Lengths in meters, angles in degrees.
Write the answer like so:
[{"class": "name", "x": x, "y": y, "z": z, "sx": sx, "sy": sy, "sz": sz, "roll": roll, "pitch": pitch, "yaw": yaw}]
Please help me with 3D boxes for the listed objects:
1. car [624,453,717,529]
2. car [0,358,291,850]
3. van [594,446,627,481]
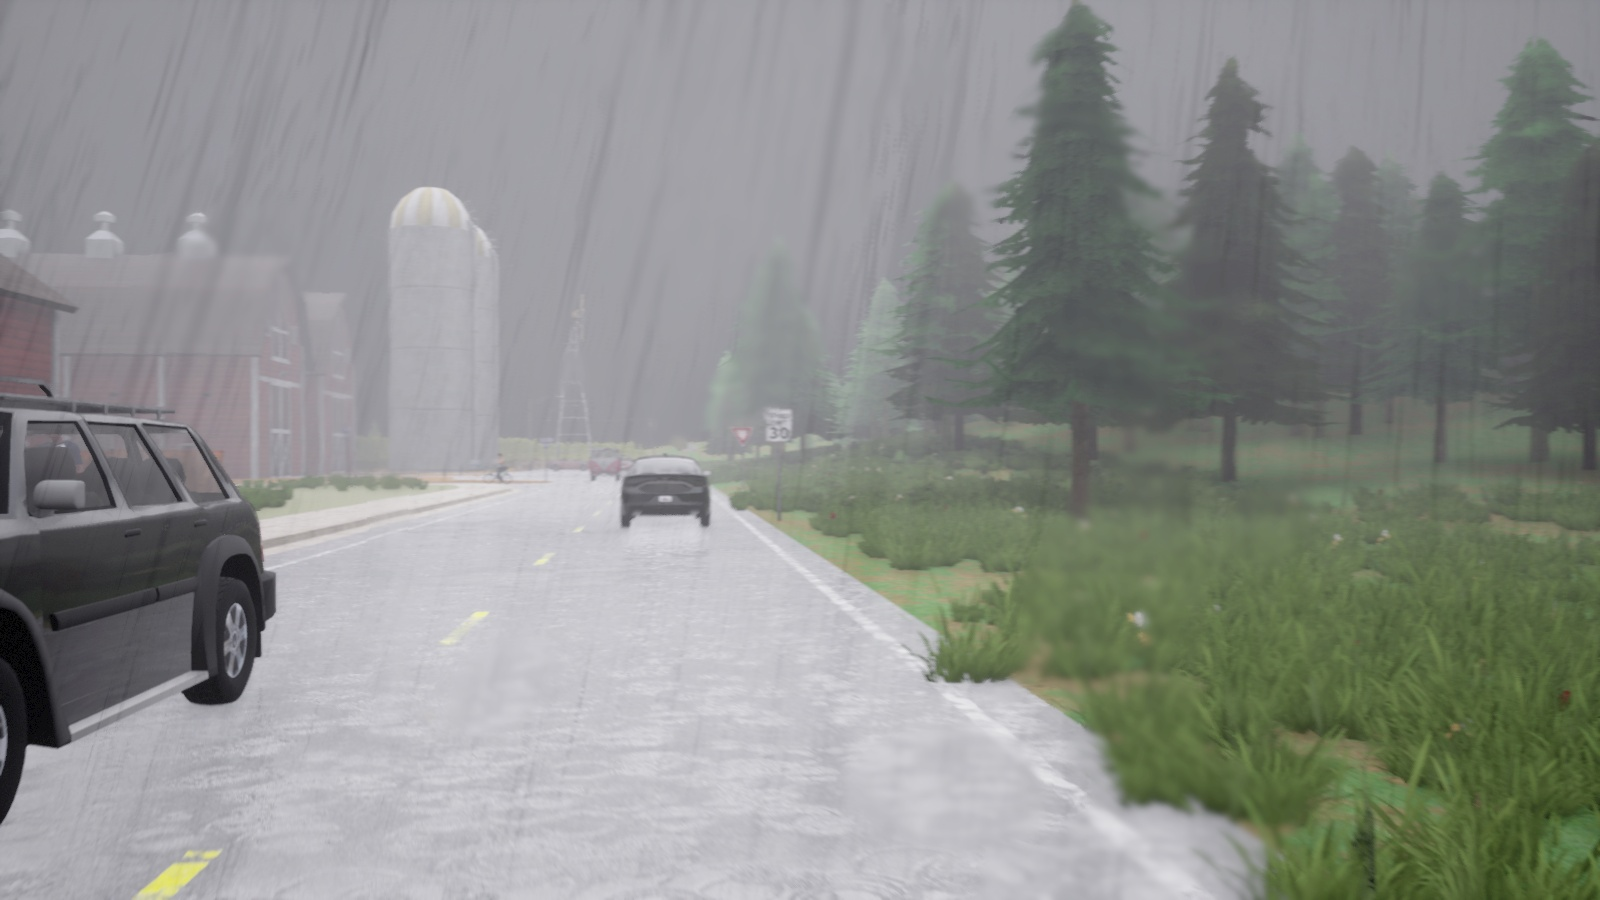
[{"class": "car", "x": -2.876, "y": 0.829, "z": 27.869, "sx": 1.882, "sy": 1.535, "sz": 5.008, "roll": 0, "pitch": 0, "yaw": -6}, {"class": "car", "x": -4.119, "y": 0.587, "z": 5.995, "sx": 1.932, "sy": 1.855, "sz": 4.605, "roll": 0, "pitch": 0, "yaw": -6}, {"class": "van", "x": -11.304, "y": 0.795, "z": 75.053, "sx": 1.775, "sy": 1.987, "sz": 4.442, "roll": 0, "pitch": 0, "yaw": -6}]
